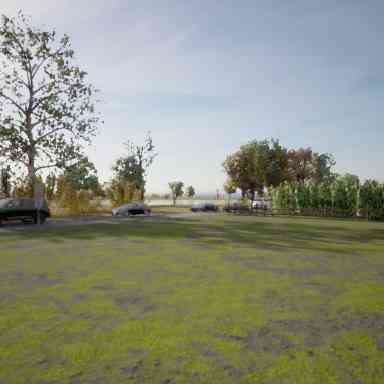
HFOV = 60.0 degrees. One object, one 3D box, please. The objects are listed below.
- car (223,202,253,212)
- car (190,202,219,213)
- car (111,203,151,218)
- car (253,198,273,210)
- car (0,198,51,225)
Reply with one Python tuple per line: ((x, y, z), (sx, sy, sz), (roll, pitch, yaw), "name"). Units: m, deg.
((6.582, 2.224, 49.572), (2.033, 1.411, 5.357), (-1, -2, 35), "car")
((1.832, 2.208, 47.780), (2.033, 1.411, 5.357), (-1, -2, 35), "car")
((-6.489, 1.934, 35.930), (2.128, 1.511, 4.902), (-1, -1, 35), "car")
((12.516, 2.058, 58.158), (2.150, 2.045, 5.566), (-1, -2, 35), "car")
((-13.721, 1.471, 25.565), (2.150, 2.045, 5.566), (-1, -1, 34), "car")
